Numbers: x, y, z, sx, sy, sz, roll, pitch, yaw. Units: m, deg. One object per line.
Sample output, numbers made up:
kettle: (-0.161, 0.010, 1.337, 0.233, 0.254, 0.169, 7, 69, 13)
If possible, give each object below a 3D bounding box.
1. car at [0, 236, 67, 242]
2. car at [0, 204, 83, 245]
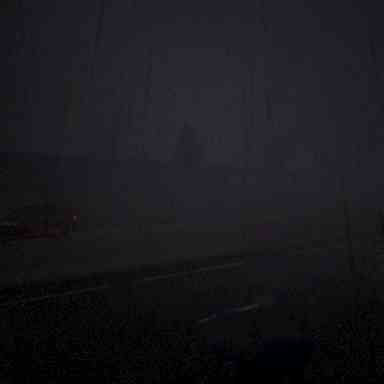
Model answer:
car: (-7.210, 1.823, 11.676, 5.008, 1.535, 1.882, 0, -2, -37)
car: (-9.319, 1.745, 18.835, 5.566, 2.045, 2.150, 0, -2, -37)
